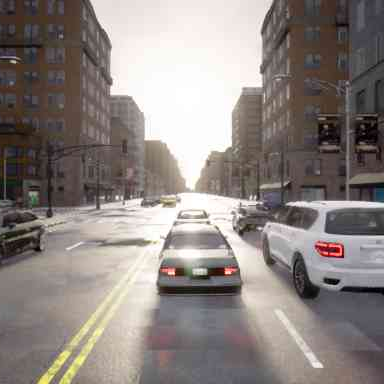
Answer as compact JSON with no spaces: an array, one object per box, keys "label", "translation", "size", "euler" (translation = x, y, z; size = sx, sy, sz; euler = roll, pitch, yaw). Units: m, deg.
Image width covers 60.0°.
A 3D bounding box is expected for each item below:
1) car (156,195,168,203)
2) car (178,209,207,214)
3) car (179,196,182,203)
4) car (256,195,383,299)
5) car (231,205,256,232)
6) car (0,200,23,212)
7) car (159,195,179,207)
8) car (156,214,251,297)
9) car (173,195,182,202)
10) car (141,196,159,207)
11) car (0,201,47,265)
[{"label":"car","translation":[-6.564,1.515,72.692],"size":[2.128,1.511,4.902],"euler":[0,0,0]},{"label":"car","translation":[0.069,1.602,18.426],"size":[1.895,1.301,4.718],"euler":[0,0,2]},{"label":"car","translation":[-3.335,1.557,66.786],"size":[1.994,1.385,4.181],"euler":[0,0,0]},{"label":"car","translation":[3.342,1.222,8.598],"size":[2.150,2.045,5.566],"euler":[0,0,0]},{"label":"car","translation":[3.335,1.505,18.455],"size":[1.837,1.490,4.892],"euler":[0,0,1]},{"label":"car","translation":[-22.157,1.580,38.291],"size":[4.313,1.339,1.947],"euler":[0,0,0]},{"label":"car","translation":[-3.390,1.475,50.446],"size":[1.882,1.535,5.008],"euler":[0,0,0]},{"label":"car","translation":[0.080,1.548,8.777],"size":[2.033,1.411,5.357],"euler":[0,0,-2]},{"label":"car","translation":[-3.319,1.528,77.756],"size":[2.033,1.411,5.357],"euler":[0,0,0]},{"label":"car","translation":[-6.640,1.502,50.679],"size":[1.837,1.490,4.892],"euler":[0,0,0]},{"label":"car","translation":[-6.608,1.352,10.870],"size":[2.097,1.767,4.553],"euler":[0,0,0]}]
